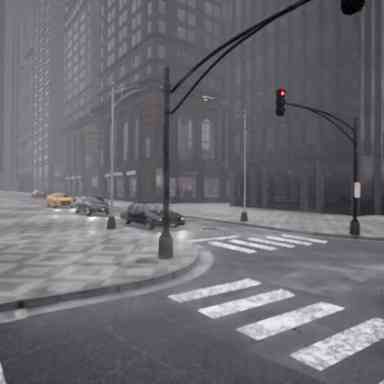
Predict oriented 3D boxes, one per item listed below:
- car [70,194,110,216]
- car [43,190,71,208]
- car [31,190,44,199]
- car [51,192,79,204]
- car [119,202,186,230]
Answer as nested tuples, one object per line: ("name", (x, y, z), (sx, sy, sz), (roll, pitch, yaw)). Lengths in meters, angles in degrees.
("car", (-8.300, 1.086, 27.796), (1.837, 1.490, 4.892), (1, 1, -36))
("car", (-14.388, 0.873, 36.248), (1.882, 1.535, 5.008), (1, 1, -35))
("car", (-27.332, 0.333, 59.631), (2.097, 1.767, 4.553), (1, 1, -35))
("car", (-17.793, 0.794, 46.450), (2.033, 1.411, 5.357), (1, 0, -38))
("car", (-2.540, 1.311, 19.807), (2.033, 1.411, 5.357), (1, 1, -36))
